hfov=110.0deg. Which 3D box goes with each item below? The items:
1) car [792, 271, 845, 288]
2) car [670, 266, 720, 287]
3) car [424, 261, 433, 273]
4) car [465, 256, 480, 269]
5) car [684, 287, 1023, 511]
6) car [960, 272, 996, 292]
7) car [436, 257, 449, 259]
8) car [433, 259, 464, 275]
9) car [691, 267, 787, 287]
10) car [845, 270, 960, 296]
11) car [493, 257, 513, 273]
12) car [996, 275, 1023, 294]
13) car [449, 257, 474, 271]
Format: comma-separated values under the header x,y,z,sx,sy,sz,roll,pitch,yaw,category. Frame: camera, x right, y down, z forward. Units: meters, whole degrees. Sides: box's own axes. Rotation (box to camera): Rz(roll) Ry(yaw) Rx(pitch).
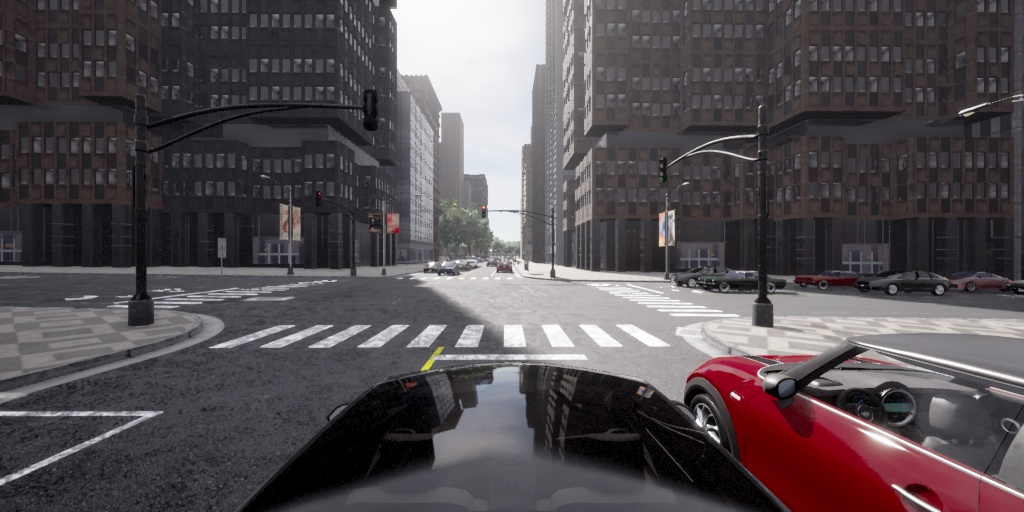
x,y,z,sx,sy,sz,roll,pitch,yaw,category
23.072,1.704,25.690,4.718,1.301,1.895,1,0,-1,car
13.853,1.475,25.586,4.892,1.490,1.837,1,0,-1,car
-9.431,1.321,43.412,1.948,1.339,4.313,0,0,-1,car
-6.965,1.012,59.219,2.150,2.045,5.566,0,0,0,car
2.761,1.190,2.160,1.967,1.591,4.097,0,0,0,car
33.038,1.813,25.824,4.181,1.385,1.994,1,0,-1,car
-9.506,1.082,48.838,2.192,1.841,5.009,0,0,-1,car
-6.686,1.292,38.321,2.033,1.411,5.357,0,0,-1,car
14.159,1.579,22.340,4.718,1.301,1.895,1,0,-3,car
24.359,1.631,22.472,4.892,1.490,1.837,1,0,-1,car
-0.907,1.195,43.526,1.967,1.591,4.097,0,0,-1,car
34.740,1.825,22.599,5.357,1.411,2.033,1,0,-1,car
-6.834,1.258,48.587,2.128,1.511,4.902,0,0,-1,car
